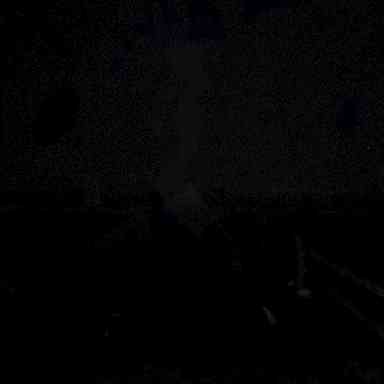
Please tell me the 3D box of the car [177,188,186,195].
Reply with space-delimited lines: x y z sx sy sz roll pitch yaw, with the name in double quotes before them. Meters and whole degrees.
"car" -2.648 -0.208 85.094 2.097 1.767 4.553 0 1 0
